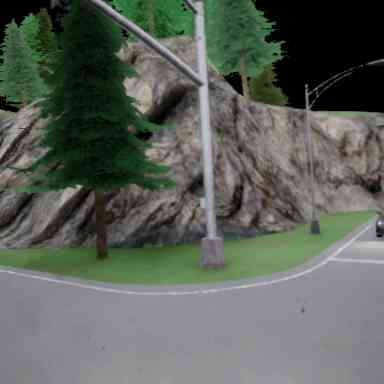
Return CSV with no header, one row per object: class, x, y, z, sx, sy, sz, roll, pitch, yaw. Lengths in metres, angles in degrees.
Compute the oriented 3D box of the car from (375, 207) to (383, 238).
car,9.379,1.158,14.814,1.812,1.442,4.674,-4,-1,35
